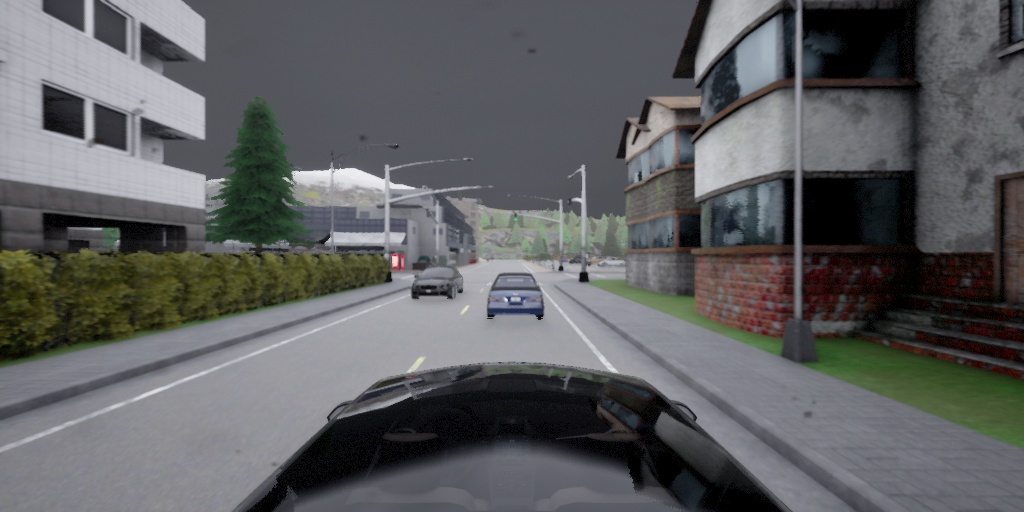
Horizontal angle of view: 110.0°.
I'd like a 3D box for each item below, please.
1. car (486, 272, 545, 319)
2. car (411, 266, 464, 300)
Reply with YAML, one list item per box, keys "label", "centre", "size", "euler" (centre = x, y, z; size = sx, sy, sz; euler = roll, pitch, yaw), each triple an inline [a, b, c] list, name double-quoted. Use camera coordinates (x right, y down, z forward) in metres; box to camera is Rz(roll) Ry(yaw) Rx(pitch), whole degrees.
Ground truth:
- label: "car"
  centre: [0.107, 1.287, 12.750]
  size: [2.033, 1.411, 5.357]
  euler: [0, 0, 0]
- label: "car"
  centre: [-3.504, 1.241, 17.557]
  size: [1.837, 1.490, 4.892]
  euler: [0, -1, 1]
